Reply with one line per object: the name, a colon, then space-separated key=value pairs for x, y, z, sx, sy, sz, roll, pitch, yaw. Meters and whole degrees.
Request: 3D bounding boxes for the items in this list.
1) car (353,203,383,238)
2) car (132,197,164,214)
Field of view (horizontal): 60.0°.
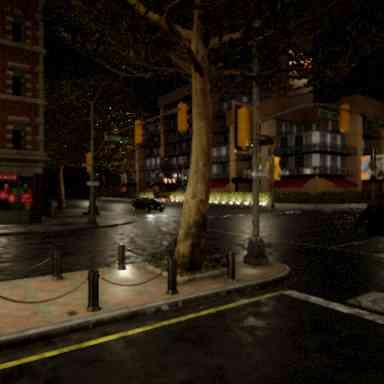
car: x=10.009 y=1.333 z=15.276 sx=2.097 sy=1.767 sz=4.553 roll=0 pitch=0 yaw=-36
car: x=-4.797 y=1.371 z=35.786 sx=1.837 sy=1.490 sz=4.892 roll=0 pitch=0 yaw=-36
